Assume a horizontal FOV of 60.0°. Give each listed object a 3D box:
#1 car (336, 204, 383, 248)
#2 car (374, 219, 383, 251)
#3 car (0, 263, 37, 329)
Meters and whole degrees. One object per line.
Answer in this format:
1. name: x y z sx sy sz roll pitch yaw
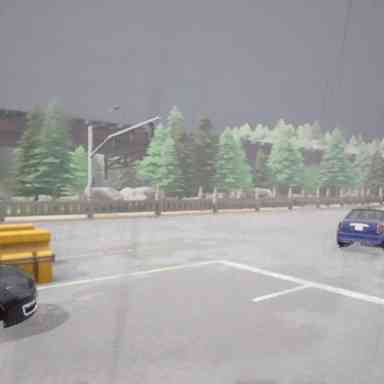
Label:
1. car: 8.027 1.392 13.772 4.553 1.767 2.097 0 0 -35
2. car: 7.108 1.508 8.817 5.008 1.535 1.882 0 0 -35
3. car: -4.827 1.502 4.602 4.892 1.490 1.837 0 0 -36
